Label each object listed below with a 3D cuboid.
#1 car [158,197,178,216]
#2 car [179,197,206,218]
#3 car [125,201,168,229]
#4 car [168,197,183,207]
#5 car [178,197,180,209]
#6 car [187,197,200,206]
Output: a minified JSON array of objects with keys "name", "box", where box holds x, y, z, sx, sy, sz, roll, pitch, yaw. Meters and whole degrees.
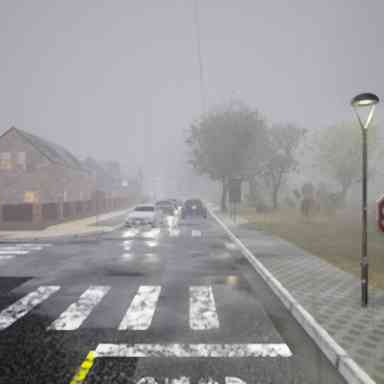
[{"name":"car","box":[-2.758,1.532,33.232,1.837,1.490,4.892,0,0,0]},{"name":"car","box":[0.179,1.372,30.034,2.097,1.767,4.553,0,0,0]},{"name":"car","box":[-3.022,1.536,22.035,1.812,1.442,4.674,0,0,4]},{"name":"car","box":[-2.654,1.567,54.008,2.128,1.511,4.902,0,0,0]},{"name":"car","box":[-2.727,1.552,43.753,1.837,1.490,4.892,0,0,0]},{"name":"car","box":[0.267,1.581,58.079,2.128,1.511,4.902,0,0,0]}]
